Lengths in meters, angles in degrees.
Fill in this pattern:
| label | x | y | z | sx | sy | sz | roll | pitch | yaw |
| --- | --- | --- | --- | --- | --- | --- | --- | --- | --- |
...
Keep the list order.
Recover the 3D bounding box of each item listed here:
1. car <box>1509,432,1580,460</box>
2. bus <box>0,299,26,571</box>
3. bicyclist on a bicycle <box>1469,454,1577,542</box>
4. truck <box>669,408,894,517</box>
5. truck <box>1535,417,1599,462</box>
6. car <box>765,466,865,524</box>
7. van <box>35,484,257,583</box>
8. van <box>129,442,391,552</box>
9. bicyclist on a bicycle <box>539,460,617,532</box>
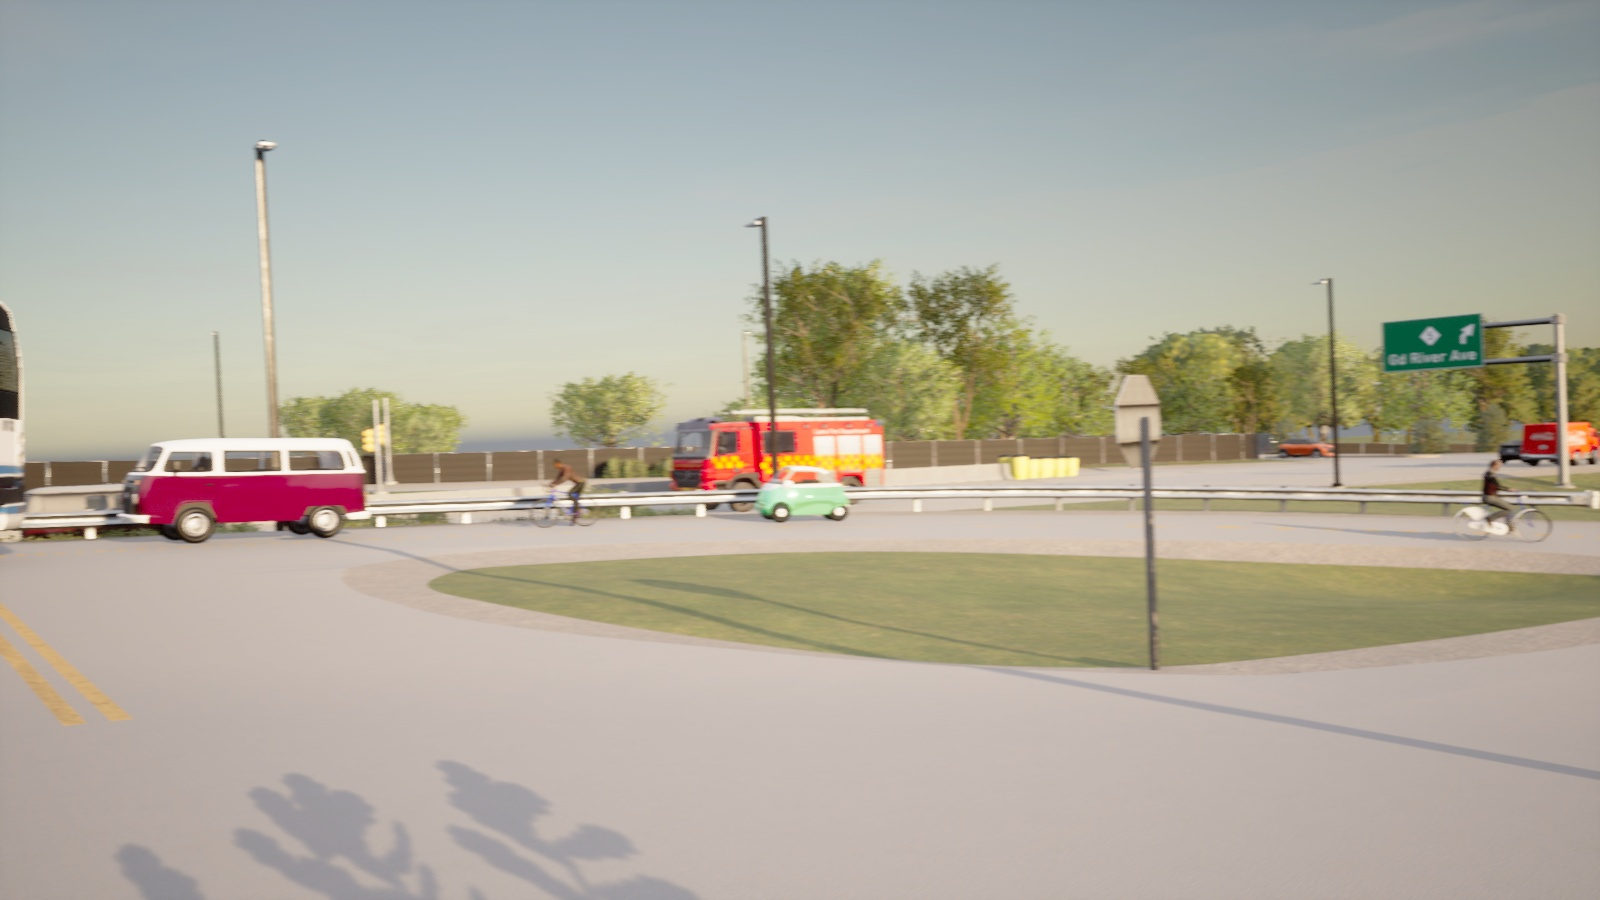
| label | x | y | z | sx | sy | sz | roll | pitch | yaw |
| --- | --- | --- | --- | --- | --- | --- | --- | --- | --- |
| car | 45.425 | -0.246 | 76.579 | 4.514 | 1.525 | 2.007 | -2 | 0 | -35 |
| bus | -17.219 | -0.225 | 17.501 | 10.273 | 4.253 | 3.944 | 0 | -1 | -16 |
| bicyclist on a bicycle | 15.167 | 0.986 | 26.382 | 1.843 | 1.776 | 0.659 | 0 | 2 | 15 |
| truck | -0.598 | 0.395 | 48.867 | 8.468 | 3.827 | 2.891 | -2 | 0 | -35 |
| truck | 44.698 | -0.630 | 71.820 | 5.204 | 2.467 | 2.627 | -2 | 0 | -35 |
| car | 0.354 | 1.096 | 31.396 | 2.207 | 1.376 | 1.481 | 0 | 0 | -13 |
| van | -15.546 | 1.911 | 29.934 | 4.442 | 1.987 | 1.775 | -2 | 0 | -35 |
| van | -10.875 | 0.871 | 25.435 | 4.480 | 2.038 | 2.069 | 0 | -1 | -38 |
| bicyclist on a bicycle | -5.154 | 1.052 | 29.202 | 1.656 | 1.620 | 0.582 | -1 | 0 | -27 |
